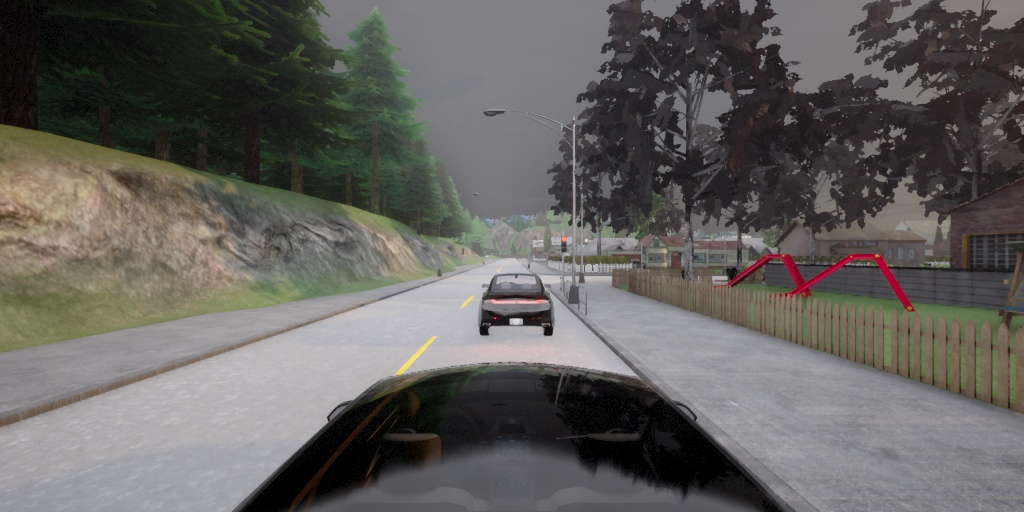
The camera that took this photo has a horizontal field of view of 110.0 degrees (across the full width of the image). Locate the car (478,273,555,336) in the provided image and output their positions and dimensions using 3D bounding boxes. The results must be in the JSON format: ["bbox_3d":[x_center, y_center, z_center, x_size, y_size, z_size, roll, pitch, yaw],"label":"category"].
[{"bbox_3d":[0.125,1.242,10.364,2.128,1.511,4.902,0,0,1],"label":"car"}]
